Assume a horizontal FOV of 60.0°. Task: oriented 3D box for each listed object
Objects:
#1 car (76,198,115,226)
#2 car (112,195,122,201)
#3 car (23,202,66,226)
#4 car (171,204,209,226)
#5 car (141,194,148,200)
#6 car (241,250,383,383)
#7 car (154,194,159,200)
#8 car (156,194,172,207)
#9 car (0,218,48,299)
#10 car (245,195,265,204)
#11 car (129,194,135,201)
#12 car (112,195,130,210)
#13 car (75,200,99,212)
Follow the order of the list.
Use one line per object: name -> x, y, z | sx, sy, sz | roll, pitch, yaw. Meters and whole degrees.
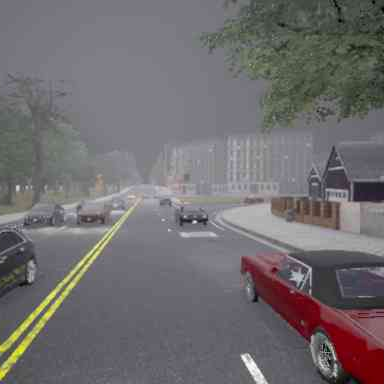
car -> -6.956, 1.481, 23.882 | 1.882, 1.535, 5.008 | 0, 0, -8
car -> -17.617, 1.348, 78.000 | 1.812, 1.442, 4.674 | 0, 1, -8
car -> -10.138, 1.503, 23.167 | 1.837, 1.490, 4.892 | 0, 0, -8
car -> -0.143, 1.619, 23.543 | 1.895, 1.301, 4.718 | 0, 0, -8
car -> -12.239, 1.289, 86.564 | 2.033, 1.411, 5.357 | 0, 1, -8
car -> 2.261, 1.608, 5.402 | 1.895, 1.301, 4.718 | 0, 0, -8
car -> -9.067, 1.275, 87.354 | 1.812, 1.442, 4.674 | 0, 1, -8
car -> -4.209, 1.504, 52.185 | 1.837, 1.490, 4.892 | 0, 0, -8
car -> -4.549, 1.504, 6.468 | 1.837, 1.490, 4.892 | 0, 0, -8
car -> 10.921, 1.274, 57.342 | 1.882, 1.535, 5.008 | 1, 2, 38
car -> -14.455, 1.302, 78.858 | 1.882, 1.535, 5.008 | 0, 1, -8
car -> -9.527, 1.496, 42.482 | 2.128, 1.511, 4.902 | 0, 0, -8
car -> -12.387, 1.600, 39.439 | 1.895, 1.301, 4.718 | 0, 0, -8
